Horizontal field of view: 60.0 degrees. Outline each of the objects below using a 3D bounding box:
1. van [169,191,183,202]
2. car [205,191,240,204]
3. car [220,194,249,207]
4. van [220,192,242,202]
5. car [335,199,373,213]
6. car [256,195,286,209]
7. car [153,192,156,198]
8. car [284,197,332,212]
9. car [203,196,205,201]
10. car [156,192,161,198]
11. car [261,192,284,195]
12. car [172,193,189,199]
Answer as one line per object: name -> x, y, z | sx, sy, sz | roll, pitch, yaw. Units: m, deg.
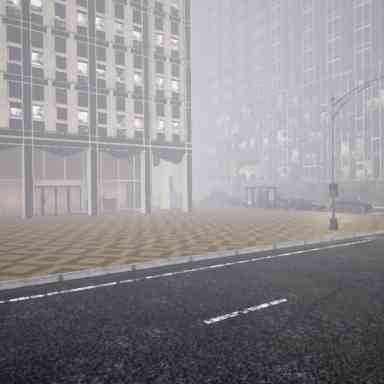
van -> -3.166, 0.936, 60.080 | 1.690, 1.788, 3.998 | 0, 1, -34
car -> 4.934, 0.873, 52.797 | 2.150, 2.045, 5.566 | -1, 1, -34
car -> 6.393, 1.319, 45.966 | 1.947, 1.339, 4.313 | 0, 1, -34
van -> 6.959, 0.854, 60.103 | 1.690, 1.788, 3.998 | 0, 1, -34
car -> 16.821, 1.407, 35.348 | 1.994, 1.385, 4.181 | -1, 1, -34
car -> 9.546, 1.387, 41.238 | 1.802, 1.307, 4.206 | 0, 1, -34
car -> -9.049, 0.685, 83.584 | 1.967, 1.590, 4.097 | 0, 1, -34
car -> 12.734, 1.423, 36.529 | 1.947, 1.339, 4.313 | 0, 1, -34
car -> 3.758, 1.042, 64.802 | 1.802, 1.307, 4.206 | 0, 1, -34
car -> -5.847, 0.614, 78.887 | 2.192, 1.841, 5.009 | 0, 1, -34
car -> 10.962, 0.971, 43.937 | 2.150, 2.045, 5.566 | -1, 1, -34
car -> -2.645, 0.935, 74.194 | 1.802, 1.307, 4.206 | 0, 1, -34
